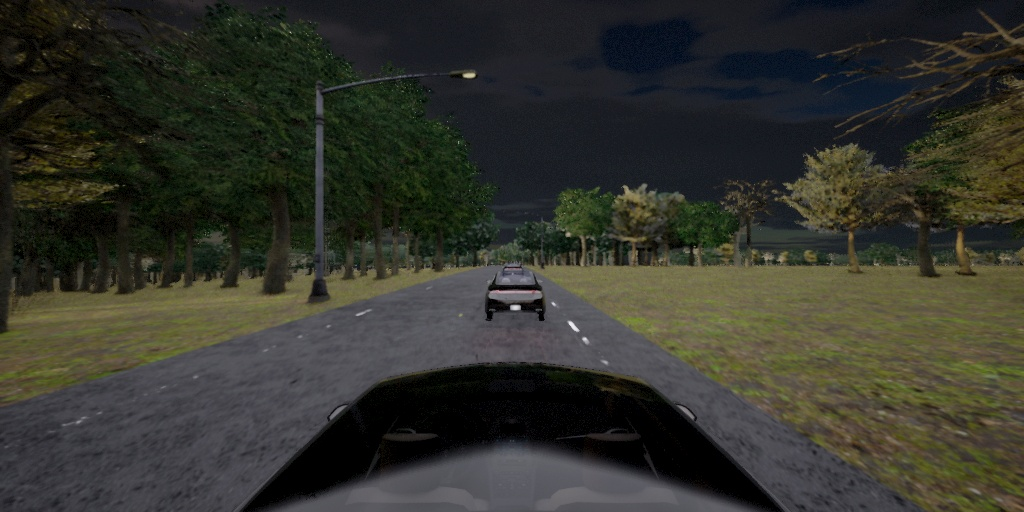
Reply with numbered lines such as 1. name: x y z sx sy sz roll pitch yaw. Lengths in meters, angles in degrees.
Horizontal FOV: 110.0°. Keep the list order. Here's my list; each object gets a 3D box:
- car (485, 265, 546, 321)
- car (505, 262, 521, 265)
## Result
1. car: 0.098 1.252 12.579 2.128 1.511 4.902 0 0 0
2. car: 0.094 1.310 32.493 2.128 1.511 4.902 0 0 0
